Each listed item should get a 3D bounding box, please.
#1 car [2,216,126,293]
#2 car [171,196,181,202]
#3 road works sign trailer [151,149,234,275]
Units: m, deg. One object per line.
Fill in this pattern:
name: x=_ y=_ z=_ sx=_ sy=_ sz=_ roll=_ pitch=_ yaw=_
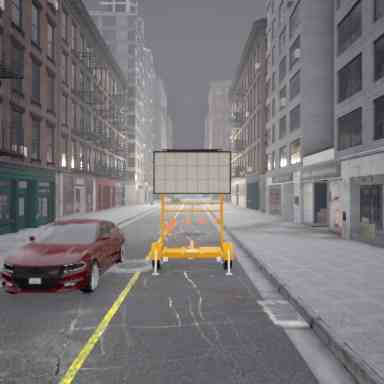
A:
car: x=-3.097 y=1.476 z=9.050 sx=1.882 sy=1.535 sz=5.008 roll=0 pitch=0 yaw=0
car: x=-2.984 y=1.509 z=62.538 sx=2.033 sy=1.411 sz=5.357 roll=0 pitch=0 yaw=0
road works sign trailer: x=0.009 y=0.462 z=10.413 sx=2.380 sy=3.560 sz=2.880 roll=0 pitch=0 yaw=0
